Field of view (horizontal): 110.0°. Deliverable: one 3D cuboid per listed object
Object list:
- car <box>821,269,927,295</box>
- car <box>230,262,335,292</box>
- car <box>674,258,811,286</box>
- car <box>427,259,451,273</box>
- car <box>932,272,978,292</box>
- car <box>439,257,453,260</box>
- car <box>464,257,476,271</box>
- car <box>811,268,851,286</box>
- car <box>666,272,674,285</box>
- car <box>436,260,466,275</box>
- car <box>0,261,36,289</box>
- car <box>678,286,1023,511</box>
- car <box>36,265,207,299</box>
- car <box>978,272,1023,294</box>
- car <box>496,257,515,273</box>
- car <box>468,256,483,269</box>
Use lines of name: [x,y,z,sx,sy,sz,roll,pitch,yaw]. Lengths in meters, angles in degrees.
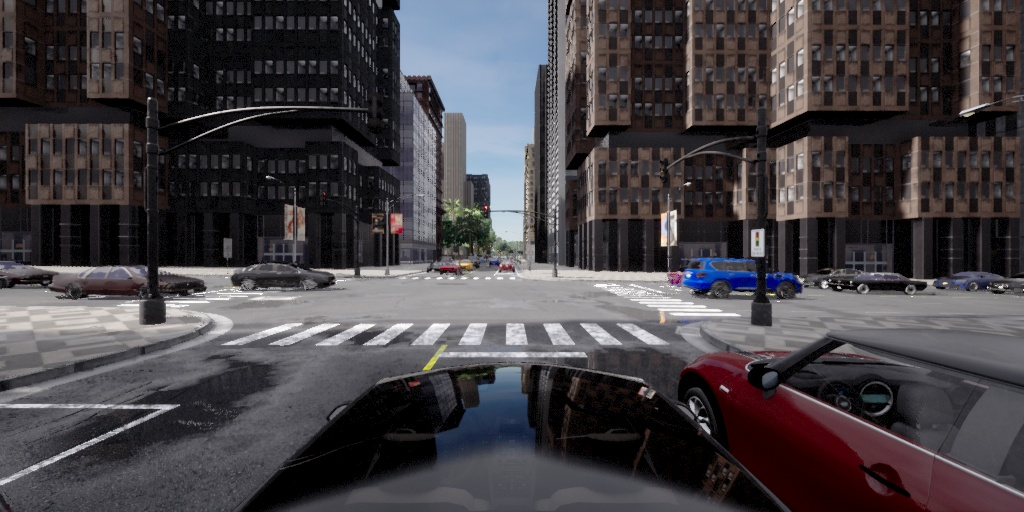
car: [22.692,1.700,22.466,4.718,1.301,1.895,1,0,0]
car: [-12.324,1.107,19.519,4.892,1.490,1.837,1,1,-11]
car: [11.998,1.170,18.942,5.566,2.045,2.150,1,0,0]
car: [-9.131,1.321,43.659,1.948,1.339,4.313,0,0,0]
car: [33.112,1.811,25.775,4.181,1.385,1.994,1,0,-1]
car: [-9.166,1.081,49.085,2.192,1.841,5.009,0,0,0]
car: [-6.497,1.244,48.881,1.882,1.535,5.008,0,0,0]
car: [23.135,1.606,25.717,4.892,1.490,1.837,1,0,0]
car: [13.644,1.442,25.669,5.008,1.535,1.882,1,0,0]
car: [-6.462,1.345,38.486,1.895,1.301,4.718,0,0,1]
car: [-26.965,0.944,18.727,5.357,1.411,2.033,1,0,0]
car: [2.764,1.190,2.321,1.967,1.591,4.097,0,0,0]
car: [-16.438,1.097,15.451,5.357,1.411,2.033,1,0,1]
car: [33.100,1.755,22.519,4.892,1.490,1.837,1,0,0]
car: [-0.606,1.195,43.712,1.967,1.591,4.097,0,0,0]
car: [-6.557,1.010,59.219,2.150,2.045,5.566,0,0,0]
